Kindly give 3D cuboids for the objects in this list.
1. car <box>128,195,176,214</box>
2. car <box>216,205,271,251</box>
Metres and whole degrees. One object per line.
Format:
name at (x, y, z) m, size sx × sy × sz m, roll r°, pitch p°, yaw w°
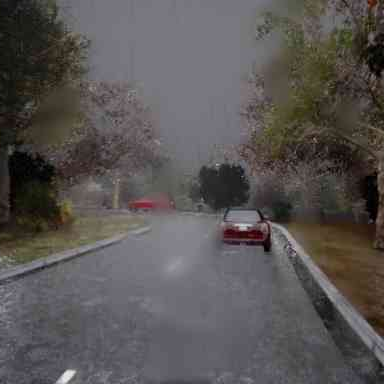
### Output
car at (-4.418, 1.313, 36.360) m, size 5.566 × 2.045 × 2.150 m, roll 0°, pitch -1°, yaw 30°
car at (2.274, 1.400, 14.652) m, size 2.097 × 1.767 × 4.553 m, roll 0°, pitch 0°, yaw 9°
